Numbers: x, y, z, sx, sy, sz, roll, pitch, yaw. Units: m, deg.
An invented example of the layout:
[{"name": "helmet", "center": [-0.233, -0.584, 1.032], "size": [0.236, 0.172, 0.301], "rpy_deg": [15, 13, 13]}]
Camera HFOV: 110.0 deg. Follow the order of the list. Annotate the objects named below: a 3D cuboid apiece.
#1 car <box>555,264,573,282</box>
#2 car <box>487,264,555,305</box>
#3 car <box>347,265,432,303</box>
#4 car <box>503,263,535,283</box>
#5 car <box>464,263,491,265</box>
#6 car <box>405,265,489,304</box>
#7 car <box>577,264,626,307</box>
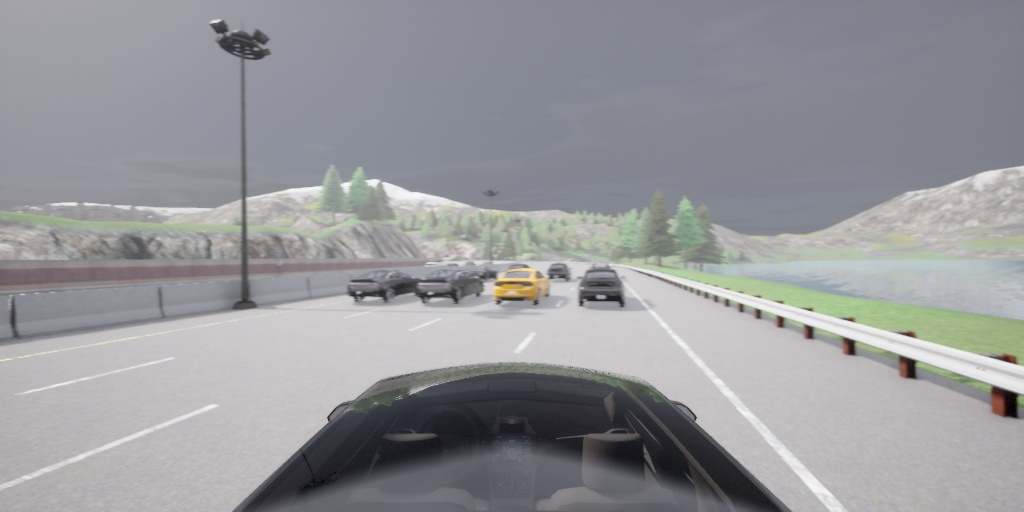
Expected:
[{"name": "car", "center": [4.145, 1.404, 31.307], "size": [1.837, 1.490, 4.892], "rpy_deg": [-1, 0, 14]}, {"name": "car", "center": [0.597, 1.326, 16.908], "size": [1.882, 1.535, 5.008], "rpy_deg": [-1, 0, 14]}, {"name": "car", "center": [-6.246, 1.452, 18.399], "size": [2.128, 1.511, 4.902], "rpy_deg": [-1, 0, 14]}, {"name": "car", "center": [0.748, 1.460, 32.151], "size": [1.837, 1.490, 4.892], "rpy_deg": [-1, 0, 14]}, {"name": "car", "center": [-2.703, 1.609, 32.782], "size": [1.895, 1.301, 4.718], "rpy_deg": [-1, 0, 14]}, {"name": "car", "center": [-2.848, 1.396, 17.565], "size": [2.128, 1.511, 4.902], "rpy_deg": [-1, 0, 14]}, {"name": "car", "center": [3.949, 1.298, 15.893], "size": [1.837, 1.490, 4.892], "rpy_deg": [-1, 0, 14]}]
